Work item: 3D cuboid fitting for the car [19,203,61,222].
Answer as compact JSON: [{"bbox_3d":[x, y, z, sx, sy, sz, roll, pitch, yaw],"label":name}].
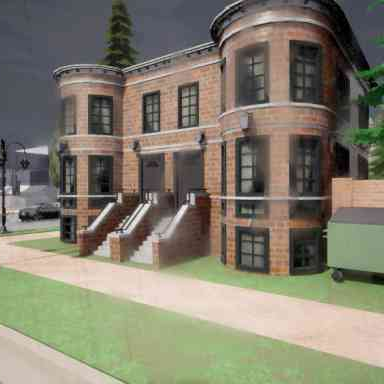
[{"bbox_3d":[-11.357,1.564,26.331,1.994,1.385,4.181,0,0,35],"label":"car"}]
